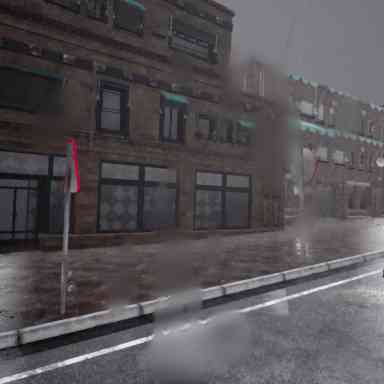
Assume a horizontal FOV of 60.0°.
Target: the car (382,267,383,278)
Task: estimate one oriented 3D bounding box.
[{"bbox_3d":[6.563,1.531,8.267,4.181,1.385,1.994,-1,0,-36],"label":"car"}]
